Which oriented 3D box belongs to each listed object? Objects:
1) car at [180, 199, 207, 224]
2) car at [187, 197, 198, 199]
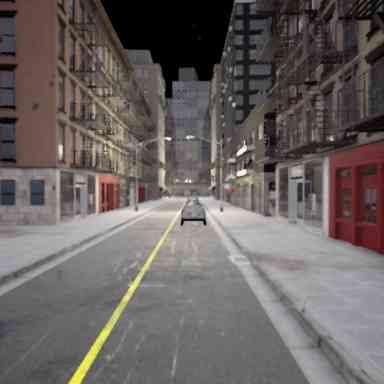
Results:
[{"bbox_3d":[0.097,1.501,23.990,2.033,1.411,5.357,0,0,0],"label":"car"},{"bbox_3d":[0.100,1.393,44.760,2.128,1.511,4.902,0,0,0],"label":"car"}]
